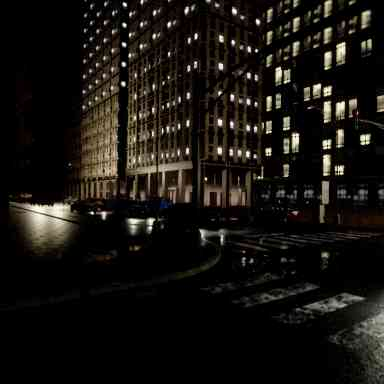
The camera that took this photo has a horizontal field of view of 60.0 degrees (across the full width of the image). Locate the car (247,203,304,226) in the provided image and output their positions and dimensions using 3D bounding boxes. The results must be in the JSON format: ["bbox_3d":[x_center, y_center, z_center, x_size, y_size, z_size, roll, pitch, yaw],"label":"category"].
[{"bbox_3d":[5.851,1.505,23.967,1.967,1.590,4.097,1,-1,-35],"label":"car"}]

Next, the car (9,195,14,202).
[{"bbox_3d":[-36.883,1.397,69.845,1.947,1.339,4.313,1,-1,-35],"label":"car"}]

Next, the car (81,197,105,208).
[{"bbox_3d":[-14.361,1.477,47.961,1.837,1.490,4.892,1,-1,-35],"label":"car"}]

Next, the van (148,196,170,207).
[{"bbox_3d":[-3.936,1.382,37.800,1.690,1.788,3.998,1,-1,-35],"label":"van"}]

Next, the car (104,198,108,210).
[{"bbox_3d":[-11.749,1.468,38.833,2.033,1.411,5.357,1,-1,-35],"label":"car"}]

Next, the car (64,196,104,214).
[{"bbox_3d":[-10.780,1.427,32.958,2.008,1.369,4.403,1,-1,-35],"label":"car"}]

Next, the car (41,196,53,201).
[{"bbox_3d":[-36.570,1.571,83.906,1.802,1.307,4.206,1,-1,-35],"label":"car"}]

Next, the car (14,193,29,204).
[{"bbox_3d":[-30.353,1.155,60.626,2.192,1.841,5.009,1,-1,-35],"label":"car"}]

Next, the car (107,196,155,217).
[{"bbox_3d":[-5.603,1.412,30.128,1.882,1.535,5.008,1,-1,-35],"label":"car"}]

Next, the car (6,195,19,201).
[{"bbox_3d":[-40.145,1.378,74.455,2.008,1.369,4.403,1,-1,-35],"label":"car"}]

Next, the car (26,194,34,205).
[{"bbox_3d":[-23.832,1.433,51.401,1.802,1.307,4.206,1,-1,-35],"label":"car"}]

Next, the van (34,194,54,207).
[{"bbox_3d":[-20.565,1.197,46.793,1.690,1.788,3.998,1,-1,-35],"label":"van"}]

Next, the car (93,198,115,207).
[{"bbox_3d":[-13.729,1.587,51.630,1.947,1.339,4.313,1,-1,-35],"label":"car"}]

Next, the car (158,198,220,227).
[{"bbox_3d":[-0.154,1.426,22.425,1.882,1.535,5.008,1,-1,-36],"label":"car"}]

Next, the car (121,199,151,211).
[{"bbox_3d":[-7.203,1.585,42.409,2.008,1.369,4.403,1,-1,-35],"label":"car"}]

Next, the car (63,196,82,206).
[{"bbox_3d":[-20.351,1.486,56.333,1.812,1.442,4.674,1,-1,-35],"label":"car"}]
